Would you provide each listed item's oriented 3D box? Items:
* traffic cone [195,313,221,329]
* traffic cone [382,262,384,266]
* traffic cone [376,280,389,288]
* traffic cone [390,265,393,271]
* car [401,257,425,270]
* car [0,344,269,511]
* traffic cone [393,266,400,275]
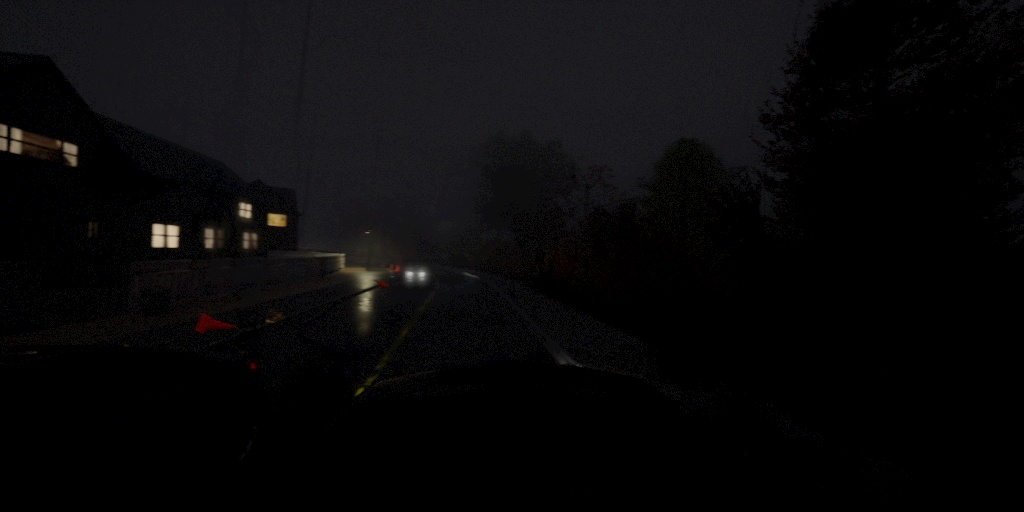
[{"bbox_3d":[-5.746,0.965,6.653,0.340,0.580,0.340,0,0,26],"label":"traffic cone"},{"bbox_3d":[-15.710,0.971,43.814,0.340,0.580,0.340,0,0,-33],"label":"traffic cone"},{"bbox_3d":[-6.993,1.303,19.386,0.340,0.580,0.340,0,0,-30],"label":"traffic cone"},{"bbox_3d":[-13.288,1.116,39.662,0.340,0.580,0.340,0,0,-28],"label":"traffic cone"},{"bbox_3d":[-10.971,0.800,39.635,1.994,1.385,4.181,2,1,-28],"label":"car"},{"bbox_3d":[-3.131,1.229,1.710,1.994,1.385,4.181,2,0,-8],"label":"car"},{"bbox_3d":[-9.847,1.138,30.894,0.340,0.580,0.340,0,0,4],"label":"traffic cone"}]
